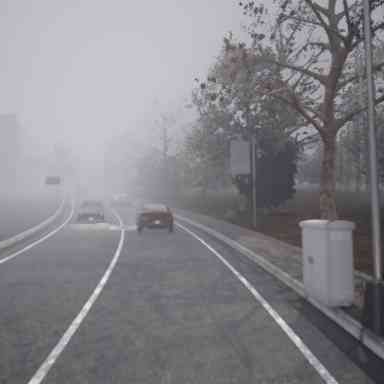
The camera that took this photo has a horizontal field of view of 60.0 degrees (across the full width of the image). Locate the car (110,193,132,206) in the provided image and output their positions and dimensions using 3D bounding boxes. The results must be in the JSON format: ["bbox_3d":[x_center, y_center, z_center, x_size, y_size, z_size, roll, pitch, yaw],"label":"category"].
[{"bbox_3d":[-8.434,0.816,39.416,1.812,1.442,4.674,1,1,-20],"label":"car"}]

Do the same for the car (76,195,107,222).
[{"bbox_3d":[-7.080,1.242,23.640,2.033,1.411,5.357,1,1,-15],"label":"car"}]

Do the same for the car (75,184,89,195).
[{"bbox_3d":[-21.059,-0.418,63.516,2.150,2.045,5.566,1,2,-20],"label":"car"}]

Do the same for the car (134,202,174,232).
[{"bbox_3d":[-2.248,1.333,19.217,1.882,1.535,5.008,1,1,-12],"label":"car"}]
